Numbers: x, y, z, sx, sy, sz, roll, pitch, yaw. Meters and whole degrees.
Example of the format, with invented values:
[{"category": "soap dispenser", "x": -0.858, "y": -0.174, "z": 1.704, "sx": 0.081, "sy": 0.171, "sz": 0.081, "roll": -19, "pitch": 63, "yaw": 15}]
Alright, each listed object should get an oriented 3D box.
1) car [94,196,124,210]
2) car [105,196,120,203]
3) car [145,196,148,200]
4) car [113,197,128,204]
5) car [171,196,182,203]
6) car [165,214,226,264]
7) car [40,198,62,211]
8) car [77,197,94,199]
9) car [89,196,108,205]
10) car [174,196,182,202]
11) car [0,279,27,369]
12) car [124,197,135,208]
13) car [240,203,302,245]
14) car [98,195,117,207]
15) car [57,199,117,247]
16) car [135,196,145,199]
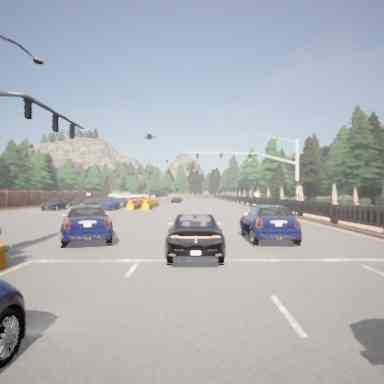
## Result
[{"category": "car", "x": -10.568, "y": 1.560, "z": 42.561, "sx": 1.882, "sy": 1.535, "sz": 5.008, "roll": 0, "pitch": 0, "yaw": 0}, {"category": "car", "x": -17.469, "y": 1.682, "z": 72.995, "sx": 2.033, "sy": 1.411, "sz": 5.357, "roll": 0, "pitch": 0, "yaw": 0}, {"category": "car", "x": -10.470, "y": 1.663, "z": 71.325, "sx": 1.812, "sy": 1.442, "sz": 4.674, "roll": 0, "pitch": 0, "yaw": 0}, {"category": "car", "x": -13.973, "y": 1.690, "z": 65.427, "sx": 1.994, "sy": 1.385, "sz": 4.181, "roll": 0, "pitch": 0, "yaw": 0}, {"category": "car", "x": -3.469, "y": 1.696, "z": 73.391, "sx": 1.994, "sy": 1.385, "sz": 4.181, "roll": 0, "pitch": 0, "yaw": 0}, {"category": "car", "x": 0.105, "y": 1.515, "z": 11.863, "sx": 2.128, "sy": 1.511, "sz": 4.902, "roll": 0, "pitch": 0, "yaw": 0}, {"category": "car", "x": -17.587, "y": 1.587, "z": 42.663, "sx": 1.837, "sy": 1.490, "sz": 4.892, "roll": 0, "pitch": 0, "yaw": 1}, {"category": "car", "x": -14.052, "y": 1.615, "z": 46.264, "sx": 1.812, "sy": 1.442, "sz": 4.674, "roll": 0, "pitch": 0, "yaw": 1}, {"category": "car", "x": -17.474, "y": 1.613, "z": 62.504, "sx": 2.128, "sy": 1.511, "sz": 4.902, "roll": 0, "pitch": 0, "yaw": 0}, {"category": "car", "x": -3.464, "y": 1.762, "z": 85.412, "sx": 1.895, "sy": 1.301, "sz": 4.718, "roll": 0, "pitch": 0, "yaw": 0}, {"category": "car", "x": -3.397, "y": 1.357, "z": 2.890, "sx": 2.097, "sy": 1.767, "sz": 4.553, "roll": 0, "pitch": 0, "yaw": 0}, {"category": "car", "x": -10.555, "y": 1.626, "z": 51.627, "sx": 1.812, "sy": 1.442, "sz": 4.674, "roll": 0, "pitch": 0, "yaw": 0}, {"category": "car", "x": 3.606, "y": 1.383, "z": 15.945, "sx": 2.097, "sy": 1.767, "sz": 4.553, "roll": 0, "pitch": 0, "yaw": 0}, {"category": "car", "x": -14.029, "y": 1.460, "z": 55.408, "sx": 2.097, "sy": 1.767, "sz": 4.553, "roll": 0, "pitch": 0, "yaw": 0}, {"category": "car", "x": -5.035, "y": 1.382, "z": 15.654, "sx": 2.097, "sy": 1.767, "sz": 4.553, "roll": 0, "pitch": 0, "yaw": -21}, {"category": "car", "x": -10.483, "y": 1.610, "z": 60.990, "sx": 2.128, "sy": 1.511, "sz": 4.902, "roll": 0, "pitch": 0, "yaw": 0}]
